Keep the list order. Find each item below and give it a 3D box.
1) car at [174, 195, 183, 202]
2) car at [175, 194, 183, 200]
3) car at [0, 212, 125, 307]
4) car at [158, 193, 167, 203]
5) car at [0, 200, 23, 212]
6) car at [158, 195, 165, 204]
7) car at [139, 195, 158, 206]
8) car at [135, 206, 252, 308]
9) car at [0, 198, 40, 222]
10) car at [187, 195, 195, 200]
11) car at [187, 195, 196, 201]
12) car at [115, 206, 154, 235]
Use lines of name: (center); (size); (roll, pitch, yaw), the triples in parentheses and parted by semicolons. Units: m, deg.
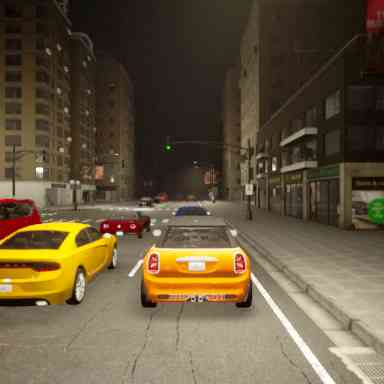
car: (-3.432, 1.539, 80.303); (1.837, 1.490, 4.892); (0, 0, 0)
car: (-3.457, 1.417, 90.725); (1.882, 1.535, 5.008); (0, 0, 0)
car: (-3.168, 1.478, 8.104); (1.882, 1.535, 5.008); (0, 0, 0)
car: (-6.668, 1.260, 73.737); (2.150, 2.045, 5.566); (0, 0, 0)
car: (-22.236, 1.595, 38.439); (4.313, 1.339, 1.947); (0, 0, 0)
car: (-6.706, 1.626, 61.762); (1.895, 1.301, 4.718); (0, 0, 0)
car: (-6.708, 1.508, 49.304); (2.128, 1.511, 4.902); (0, 0, 0)
car: (0.081, 1.353, 8.096); (2.097, 1.767, 4.553); (0, 0, 0)
car: (-6.624, 1.224, 10.170); (2.150, 2.045, 5.566); (0, 0, 0)
car: (-0.206, 1.479, 90.732); (2.033, 1.411, 5.357); (0, 0, 0)
car: (-0.183, 1.395, 80.697); (2.097, 1.767, 4.553); (0, 0, 0)
car: (-3.289, 1.602, 17.361); (1.895, 1.301, 4.718); (0, 0, 0)
